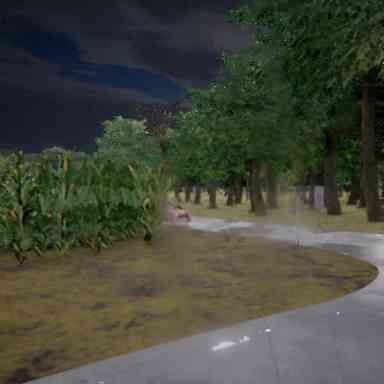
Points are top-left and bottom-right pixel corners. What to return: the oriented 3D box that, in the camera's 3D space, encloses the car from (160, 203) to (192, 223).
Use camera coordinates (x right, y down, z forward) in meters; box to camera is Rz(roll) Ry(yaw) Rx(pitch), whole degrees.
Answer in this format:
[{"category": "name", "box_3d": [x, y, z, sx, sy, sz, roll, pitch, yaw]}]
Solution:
[{"category": "car", "box_3d": [-1.799, 1.993, 32.657, 2.097, 1.767, 4.553, -1, 0, -29]}]
